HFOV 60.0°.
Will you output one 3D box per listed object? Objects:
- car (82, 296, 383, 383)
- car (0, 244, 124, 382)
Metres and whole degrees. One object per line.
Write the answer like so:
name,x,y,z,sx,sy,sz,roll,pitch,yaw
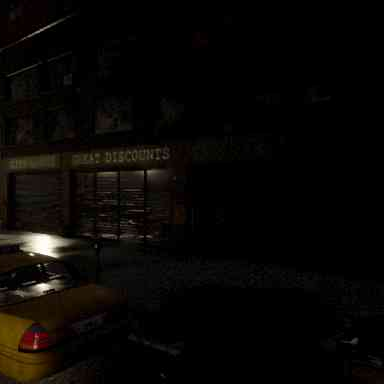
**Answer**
car,1.601,1.551,1.943,4.403,1.369,2.008,0,1,36
car,-3.081,1.524,5.290,4.829,1.417,1.752,0,1,36
